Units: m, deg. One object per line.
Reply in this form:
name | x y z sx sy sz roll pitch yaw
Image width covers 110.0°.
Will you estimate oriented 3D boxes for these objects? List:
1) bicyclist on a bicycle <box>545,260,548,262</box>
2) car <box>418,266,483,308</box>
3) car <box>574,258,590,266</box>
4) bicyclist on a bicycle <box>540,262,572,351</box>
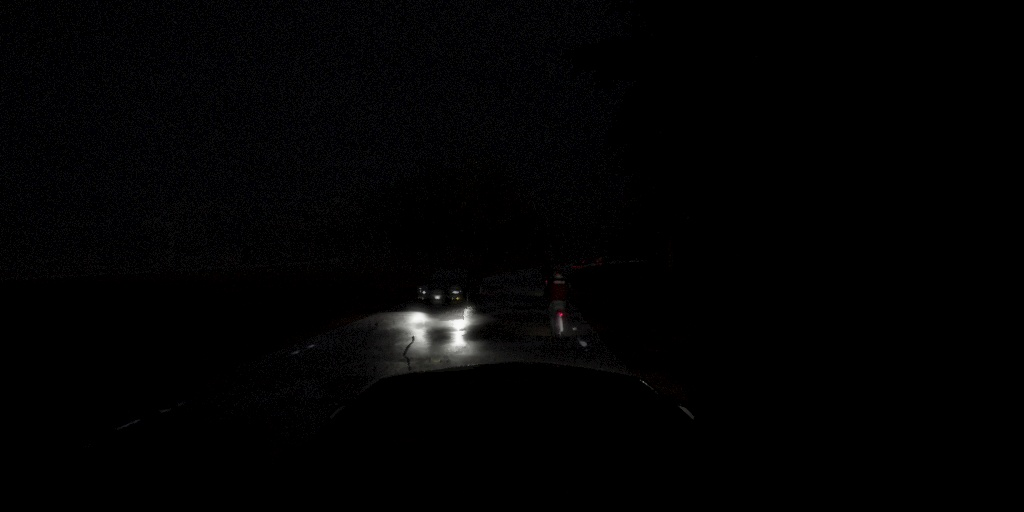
bicyclist on a bicycle | 1.630 1.075 16.901 0.659 1.776 1.843 0 1 5
car | -2.443 1.212 15.172 1.837 1.490 4.892 0 0 5
car | 12.265 1.034 62.490 1.895 1.301 4.718 0 0 23
bicyclist on a bicycle | 1.027 1.107 8.074 0.659 1.776 1.843 0 0 2
